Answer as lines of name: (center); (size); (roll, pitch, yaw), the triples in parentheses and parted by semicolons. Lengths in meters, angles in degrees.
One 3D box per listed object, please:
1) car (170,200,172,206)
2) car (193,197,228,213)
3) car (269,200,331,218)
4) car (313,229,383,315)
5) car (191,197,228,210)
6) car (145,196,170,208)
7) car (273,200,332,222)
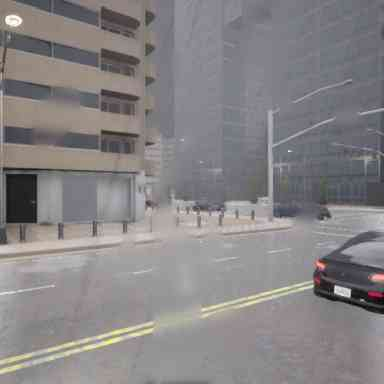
car: (-4.919, 1.449, 52.265); (1.837, 1.490, 4.892); (0, 0, -35)
car: (1.970, 1.507, 36.398); (1.994, 1.385, 4.181); (0, 0, -36)
car: (10.065, 1.492, 31.324); (2.033, 1.411, 5.357); (0, 0, -38)
car: (4.440, 1.526, 6.982); (4.674, 1.442, 1.812); (0, 0, -35)
car: (2.148, 1.436, 42.195); (2.128, 1.511, 4.902); (0, 0, -35)
car: (-5.604, 1.422, 47.139); (1.882, 1.535, 5.008); (0, 0, -35)
car: (8.457, 1.499, 26.603); (2.033, 1.411, 5.357); (0, 0, -29)
